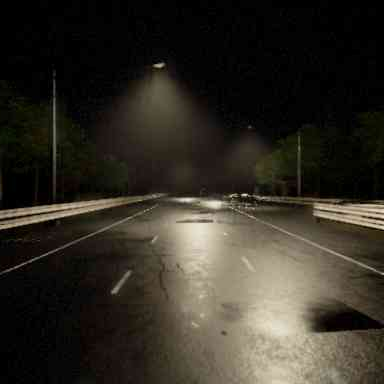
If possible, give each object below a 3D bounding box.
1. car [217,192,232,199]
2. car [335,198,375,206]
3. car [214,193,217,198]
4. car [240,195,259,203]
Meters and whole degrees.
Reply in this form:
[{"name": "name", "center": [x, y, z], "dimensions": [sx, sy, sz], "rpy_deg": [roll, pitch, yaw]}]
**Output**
[{"name": "car", "center": [6.987, 0.910, 69.202], "dimensions": [2.150, 2.045, 5.566], "rpy_deg": [0, 0, 0]}, {"name": "car", "center": [13.925, 1.284, 29.015], "dimensions": [1.837, 1.490, 4.892], "rpy_deg": [0, 0, -22]}, {"name": "car", "center": [7.008, 0.930, 89.118], "dimensions": [2.097, 1.767, 4.553], "rpy_deg": [0, 0, 0]}, {"name": "car", "center": [8.428, 1.182, 49.196], "dimensions": [1.812, 1.442, 4.674], "rpy_deg": [0, 0, -10]}]
